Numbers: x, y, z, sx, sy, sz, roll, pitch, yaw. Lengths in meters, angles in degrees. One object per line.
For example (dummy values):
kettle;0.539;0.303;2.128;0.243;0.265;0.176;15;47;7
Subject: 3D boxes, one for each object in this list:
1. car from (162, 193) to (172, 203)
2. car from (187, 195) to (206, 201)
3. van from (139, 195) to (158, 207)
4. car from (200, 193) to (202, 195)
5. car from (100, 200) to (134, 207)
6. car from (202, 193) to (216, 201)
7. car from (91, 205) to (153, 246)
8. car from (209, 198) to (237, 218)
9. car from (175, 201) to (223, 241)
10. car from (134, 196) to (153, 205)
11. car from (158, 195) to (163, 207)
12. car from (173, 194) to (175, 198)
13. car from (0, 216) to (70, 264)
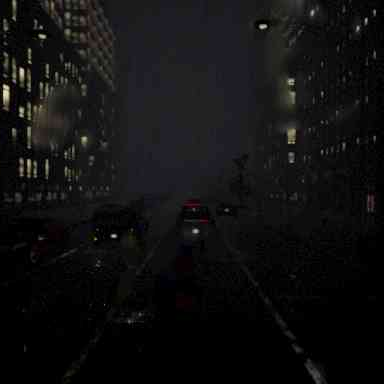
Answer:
car;-5.445;1.193;62.841;1.967;1.590;4.097;0;0;0
car;0.230;1.378;34.173;1.837;1.490;4.892;0;0;0
van;-5.533;1.188;40.074;1.690;1.788;3.998;0;0;0
car;2.935;1.339;62.795;1.802;1.307;4.206;0;0;0
car;-5.601;1.463;22.997;2.008;1.369;4.403;0;0;0
car;2.891;1.245;51.410;1.967;1.590;4.097;0;0;0
car;-3.042;1.508;14.913;1.994;1.385;4.181;0;0;0
car;2.802;1.462;28.645;1.947;1.339;4.313;0;0;0
car;0.161;1.432;16.445;2.128;1.511;4.902;0;0;0
car;-5.557;1.414;34.382;1.887;1.381;4.507;0;0;0
car;-5.512;1.406;45.767;1.802;1.307;4.206;0;0;0
car;-5.402;1.270;74.227;1.947;1.339;4.313;0;0;0
car;-5.645;1.537;11.612;1.802;1.307;4.206;0;0;0
